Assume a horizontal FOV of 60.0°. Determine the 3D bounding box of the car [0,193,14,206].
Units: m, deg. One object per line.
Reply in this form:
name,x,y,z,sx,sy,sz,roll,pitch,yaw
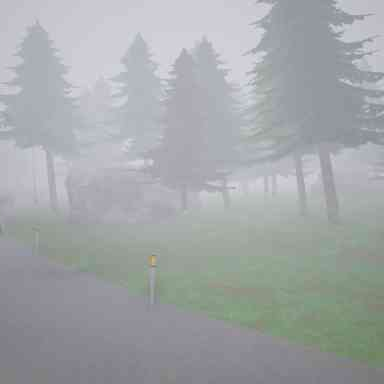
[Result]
car,-22.165,0.883,38.048,2.128,1.511,4.902,-4,1,-6
